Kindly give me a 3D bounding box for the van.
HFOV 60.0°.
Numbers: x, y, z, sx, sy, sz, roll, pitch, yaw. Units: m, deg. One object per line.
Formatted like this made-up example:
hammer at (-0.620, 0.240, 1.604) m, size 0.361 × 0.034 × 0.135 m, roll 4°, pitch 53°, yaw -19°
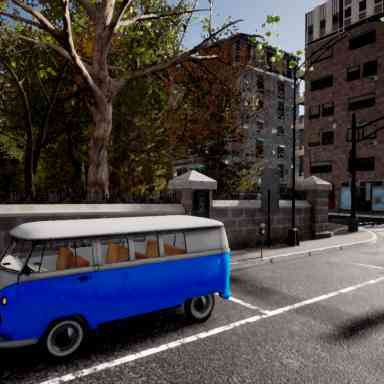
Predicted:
van at (-1.186, 1.342, 5.655) m, size 3.998 × 1.788 × 1.690 m, roll 0°, pitch 1°, yaw -36°
